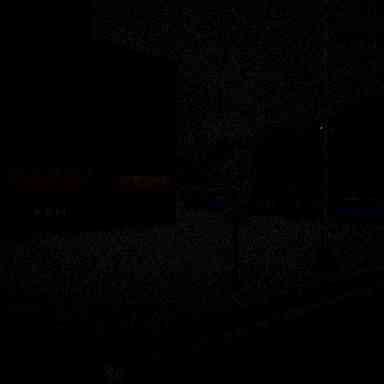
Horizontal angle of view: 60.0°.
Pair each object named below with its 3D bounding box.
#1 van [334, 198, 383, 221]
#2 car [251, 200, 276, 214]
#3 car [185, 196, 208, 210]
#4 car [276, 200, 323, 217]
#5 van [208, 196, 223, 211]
[{"bbox_3d":[13.790,1.401,27.394,1.690,1.788,3.998,0,0,-36],"label":"van"},{"bbox_3d":[7.421,1.531,36.302,1.967,1.590,4.097,0,0,-36],"label":"car"},{"bbox_3d":[1.052,1.441,45.208,2.192,1.841,5.009,0,0,-36],"label":"car"},{"bbox_3d":[10.606,1.515,31.847,1.967,1.590,4.097,0,0,-36],"label":"car"},{"bbox_3d":[4.236,1.449,40.756,1.690,1.788,3.998,0,0,-36],"label":"van"}]
